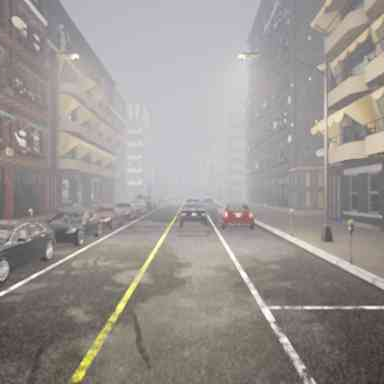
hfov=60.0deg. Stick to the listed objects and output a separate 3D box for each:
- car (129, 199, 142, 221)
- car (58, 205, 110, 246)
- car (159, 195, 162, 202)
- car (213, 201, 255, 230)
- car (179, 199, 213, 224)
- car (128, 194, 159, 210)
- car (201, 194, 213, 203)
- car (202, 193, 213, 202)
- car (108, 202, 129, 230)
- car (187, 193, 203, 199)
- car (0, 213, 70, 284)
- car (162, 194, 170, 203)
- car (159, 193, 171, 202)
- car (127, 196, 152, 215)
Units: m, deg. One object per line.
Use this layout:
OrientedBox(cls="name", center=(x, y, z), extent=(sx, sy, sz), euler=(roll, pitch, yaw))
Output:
OrientedBox(cls="car", center=(-5.306, 1.443, 25.922), extent=(1.802, 1.307, 4.206), euler=(1, 0, 0))
OrientedBox(cls="car", center=(-5.306, 1.486, 14.824), extent=(1.947, 1.339, 4.313), euler=(1, 0, 0))
OrientedBox(cls="car", center=(-5.305, 1.335, 42.568), extent=(1.947, 1.339, 4.313), euler=(1, 0, 0))
OrientedBox(cls="car", center=(2.576, 1.330, 20.393), extent=(1.967, 1.590, 4.097), euler=(1, 0, 0))
OrientedBox(cls="car", center=(0.101, 1.423, 23.193), extent=(2.033, 1.411, 5.357), euler=(0, 0, 0))
OrientedBox(cls="car", center=(-5.302, 1.115, 37.018), extent=(2.192, 1.841, 5.009), euler=(1, 0, 0))
OrientedBox(cls="car", center=(2.578, 1.117, 59.236), extent=(1.967, 1.590, 4.097), euler=(1, 0, 0))
OrientedBox(cls="car", center=(2.576, 1.289, 53.688), extent=(1.802, 1.307, 4.206), euler=(1, 0, 0))
OrientedBox(cls="car", center=(-5.306, 1.473, 20.373), extent=(1.802, 1.307, 4.206), euler=(1, 0, 0))
OrientedBox(cls="car", center=(0.101, 1.255, 41.085), extent=(1.882, 1.535, 5.008), euler=(0, 1, 0))
OrientedBox(cls="car", center=(-5.306, 1.501, 9.275), extent=(2.008, 1.369, 4.403), euler=(1, 0, 0))
OrientedBox(cls="car", center=(-5.309, 1.259, 59.215), extent=(1.802, 1.307, 4.206), euler=(1, 0, 0))
OrientedBox(cls="car", center=(-5.311, 1.086, 64.763), extent=(1.967, 1.590, 4.097), euler=(1, 0, 0))
OrientedBox(cls="car", center=(-5.305, 1.381, 31.471), extent=(2.008, 1.369, 4.403), euler=(1, 0, 0))
